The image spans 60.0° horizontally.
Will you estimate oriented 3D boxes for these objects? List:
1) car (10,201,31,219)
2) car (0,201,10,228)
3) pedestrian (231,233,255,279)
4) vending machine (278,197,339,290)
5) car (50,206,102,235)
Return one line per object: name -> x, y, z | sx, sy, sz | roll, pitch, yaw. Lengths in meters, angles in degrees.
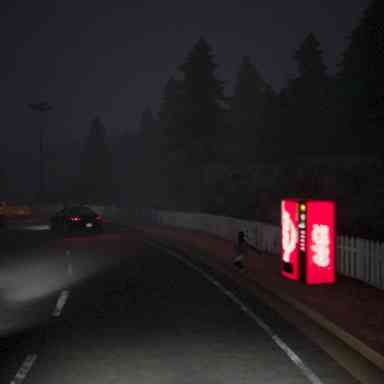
car -> -15.498, 1.497, 28.067 | 5.008, 1.535, 1.882 | 0, 0, 40
car -> -13.849, 1.373, 21.635 | 2.097, 1.767, 4.553 | 0, 0, -45
pedestrian -> 1.298, 1.275, 8.485 | 0.375, 1.860, 0.375 | 0, 0, -15
vending machine -> 2.810, 1.171, 8.117 | 1.100, 2.100, 0.880 | 0, 0, -14
car -> -6.671, 1.522, 18.987 | 1.812, 1.442, 4.674 | 0, 0, -37
